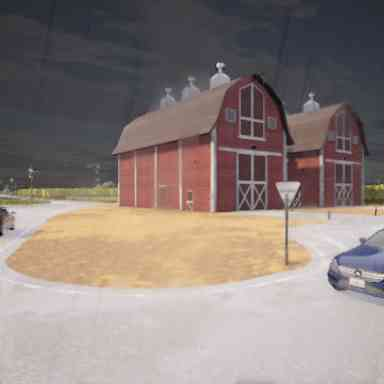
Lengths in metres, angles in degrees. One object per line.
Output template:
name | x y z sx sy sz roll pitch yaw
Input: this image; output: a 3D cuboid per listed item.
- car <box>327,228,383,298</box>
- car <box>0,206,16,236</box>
car | 5.181 1.528 7.818 4.674 1.442 1.812 0 0 -34
car | -10.580 1.447 17.429 1.837 1.490 4.892 0 0 -19
